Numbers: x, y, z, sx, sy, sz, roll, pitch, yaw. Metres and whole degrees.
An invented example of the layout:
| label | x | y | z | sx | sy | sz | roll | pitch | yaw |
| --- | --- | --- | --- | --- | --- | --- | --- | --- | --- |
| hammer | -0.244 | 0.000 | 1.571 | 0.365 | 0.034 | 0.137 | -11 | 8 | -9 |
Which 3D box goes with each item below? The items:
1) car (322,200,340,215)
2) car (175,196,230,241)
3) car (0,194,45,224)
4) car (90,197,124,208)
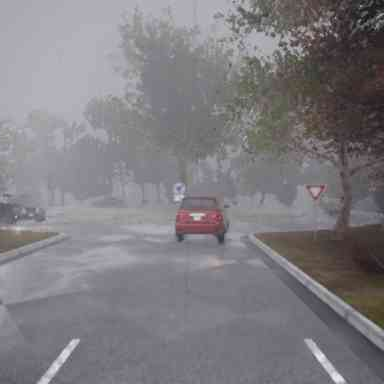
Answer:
| label | x | y | z | sx | sy | sz | roll | pitch | yaw |
| --- | --- | --- | --- | --- | --- | --- | --- | --- | --- |
| car | 14.249 | 1.515 | 33.001 | 1.994 | 1.385 | 4.181 | 0 | 0 | 13 |
| car | 0.620 | 1.196 | 16.603 | 2.150 | 2.045 | 5.566 | 0 | 0 | 8 |
| car | -12.889 | 1.179 | 24.682 | 2.150 | 2.045 | 5.566 | -1 | 1 | -44 |
| car | -12.185 | 1.434 | 48.064 | 4.892 | 1.490 | 1.837 | 0 | -1 | -39 |
